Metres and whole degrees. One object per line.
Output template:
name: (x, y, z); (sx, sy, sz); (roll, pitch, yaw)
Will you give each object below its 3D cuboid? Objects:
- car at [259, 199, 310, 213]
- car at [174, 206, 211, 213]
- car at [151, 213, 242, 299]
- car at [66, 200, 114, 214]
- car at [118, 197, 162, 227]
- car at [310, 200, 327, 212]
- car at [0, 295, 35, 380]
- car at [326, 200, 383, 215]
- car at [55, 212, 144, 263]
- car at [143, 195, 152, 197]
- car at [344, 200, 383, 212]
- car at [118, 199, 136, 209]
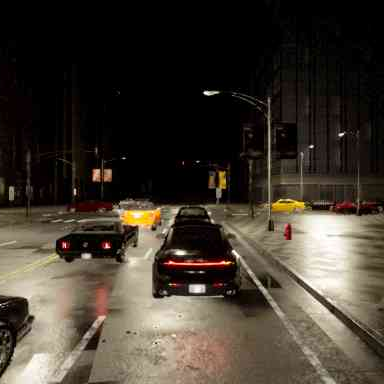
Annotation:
car: (9.970, 1.560, 37.032); (5.008, 1.535, 1.882); (0, -1, -1)
car: (0.026, 1.510, 17.954); (1.882, 1.535, 5.008); (0, 0, 0)
car: (0.110, 1.512, 8.463); (1.837, 1.490, 4.892); (0, 0, 0)
car: (-11.218, 1.611, 36.646); (5.008, 1.535, 1.882); (0, 0, -1)
car: (-3.118, 1.396, 21.065); (2.097, 1.767, 4.553); (0, 0, 0)
car: (15.244, 1.663, 39.860); (4.313, 1.339, 1.947); (0, 0, -1)
car: (-3.154, 1.548, 2.273); (2.033, 1.411, 5.357); (0, 0, 0)
car: (15.361, 1.577, 31.336); (4.206, 1.307, 1.802); (0, 0, -1)
car: (-3.131, 1.615, 12.071); (1.895, 1.301, 4.718); (0, 0, 0)
car: (-9.645, 1.603, 71.837); (2.150, 2.045, 5.566); (0, 0, 0)
car: (20.884, 1.644, 39.940); (4.313, 1.339, 1.947); (0, 0, -1)
car: (-9.769, 1.746, 50.475); (1.812, 1.442, 4.674); (0, 0, 0)
